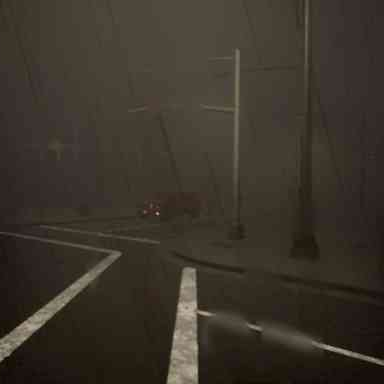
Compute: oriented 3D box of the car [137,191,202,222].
[{"bbox_3d":[-1.456,0.948,24.206,2.150,2.045,5.566,1,1,37],"label":"car"}]
